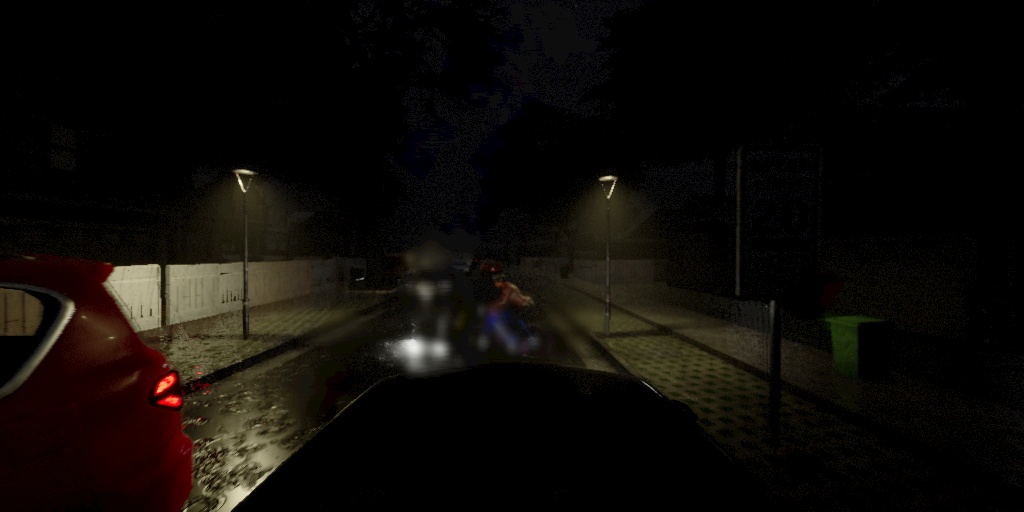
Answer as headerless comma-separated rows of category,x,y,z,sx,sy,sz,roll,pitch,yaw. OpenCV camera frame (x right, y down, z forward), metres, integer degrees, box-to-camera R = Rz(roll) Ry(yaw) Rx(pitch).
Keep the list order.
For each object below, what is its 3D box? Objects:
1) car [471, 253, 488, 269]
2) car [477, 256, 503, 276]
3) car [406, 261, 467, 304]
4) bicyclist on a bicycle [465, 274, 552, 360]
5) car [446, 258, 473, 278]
car,-4.329,0.660,48.663,2.150,2.045,5.566,0,0,-10
car,-1.969,1.009,33.393,1.882,1.535,5.008,0,-1,-7
car,-3.348,1.142,15.896,2.128,1.511,4.902,0,0,-3
bicyclist on a bicycle,-0.065,1.158,6.713,1.656,1.620,0.582,0,0,-2
car,-4.580,1.074,31.098,1.812,1.442,4.674,0,0,-6
